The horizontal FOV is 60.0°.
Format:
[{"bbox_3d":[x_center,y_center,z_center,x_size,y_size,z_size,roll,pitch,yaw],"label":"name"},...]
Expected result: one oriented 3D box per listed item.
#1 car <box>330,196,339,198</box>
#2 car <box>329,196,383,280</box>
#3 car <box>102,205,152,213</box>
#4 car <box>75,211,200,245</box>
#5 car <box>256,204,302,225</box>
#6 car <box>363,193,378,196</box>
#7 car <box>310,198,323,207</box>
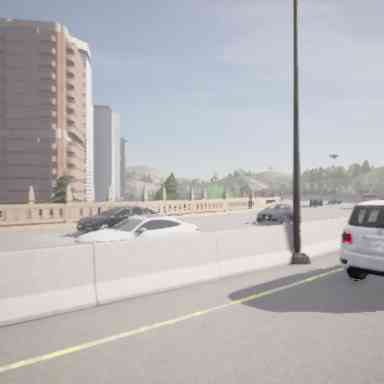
[{"bbox_3d":[26.072,1.513,60.416,1.837,1.490,4.892,0,0,16],"label":"car"},{"bbox_3d":[6.017,1.217,8.887,5.566,2.045,2.150,0,0,-42],"label":"car"},{"bbox_3d":[-4.036,1.560,18.960,4.892,1.490,1.837,0,0,-41],"label":"car"},{"bbox_3d":[-1.737,1.557,11.735,4.674,1.442,1.812,0,0,-40],"label":"car"},{"bbox_3d":[6.469,1.589,24.512,1.994,1.385,4.181,0,0,41],"label":"car"},{"bbox_3d":[23.240,1.217,43.367,2.150,2.045,5.566,0,0,26],"label":"car"},{"bbox_3d":[19.756,1.629,52.758,1.895,1.301,4.718,0,0,22],"label":"car"}]
